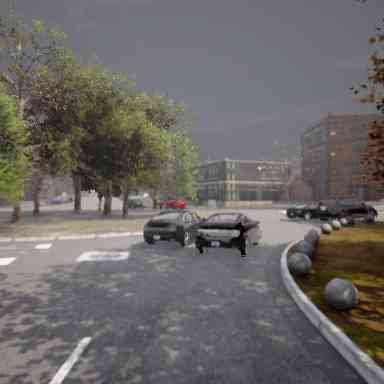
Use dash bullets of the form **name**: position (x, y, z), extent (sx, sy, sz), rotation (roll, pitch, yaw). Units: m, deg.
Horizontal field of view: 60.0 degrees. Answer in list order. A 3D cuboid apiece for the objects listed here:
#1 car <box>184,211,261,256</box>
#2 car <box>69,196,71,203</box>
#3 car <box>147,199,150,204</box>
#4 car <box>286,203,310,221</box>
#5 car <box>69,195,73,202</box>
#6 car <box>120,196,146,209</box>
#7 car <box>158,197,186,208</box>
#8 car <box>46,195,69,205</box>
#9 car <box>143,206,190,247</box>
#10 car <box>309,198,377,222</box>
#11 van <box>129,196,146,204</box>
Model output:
- **car**: position (1.627, 1.591, 13.643), extent (2.128, 1.511, 4.902), rotation (0, -1, 20)
- **car**: position (-33.480, 2.283, 82.910), extent (5.008, 1.535, 2.097), rotation (0, 0, -15)
- **car**: position (-12.848, 2.376, 83.703), extent (4.792, 1.488, 2.163), rotation (0, 0, -15)
- **car**: position (10.918, 1.791, 30.513), extent (5.008, 1.535, 1.882), rotation (0, -1, -30)
- **car**: position (-34.879, 2.171, 88.243), extent (4.553, 1.767, 2.185), rotation (0, 0, -15)
- **car**: position (-10.052, 2.009, 56.722), extent (2.097, 1.767, 4.553), rotation (1, -1, -34)
- **car**: position (-3.598, 1.852, 53.802), extent (5.566, 2.045, 2.150), rotation (0, 0, 36)
- **car**: position (-32.725, 2.147, 80.253), extent (4.553, 1.767, 2.185), rotation (0, 0, -15)
- **car**: position (-0.549, 1.635, 15.951), extent (1.837, 1.490, 4.892), rotation (-1, -1, 22)
- **car**: position (13.081, 1.485, 28.217), extent (5.566, 2.045, 2.150), rotation (-1, -2, -27)
- **van**: position (-15.097, 2.157, 91.739), extent (4.442, 1.987, 1.878), rotation (0, 0, -15)
